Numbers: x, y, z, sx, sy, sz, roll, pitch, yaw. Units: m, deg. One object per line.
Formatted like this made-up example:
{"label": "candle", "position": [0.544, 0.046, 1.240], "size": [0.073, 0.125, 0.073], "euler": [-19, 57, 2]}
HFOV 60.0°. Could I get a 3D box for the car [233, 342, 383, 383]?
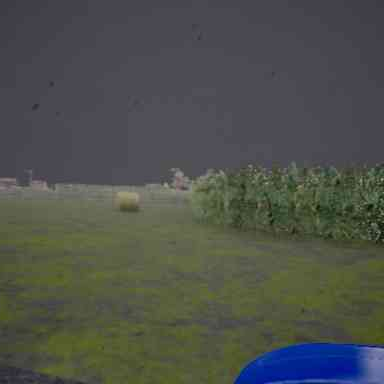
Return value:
{"label": "car", "position": [2.658, 1.618, 1.827], "size": [5.008, 1.535, 1.882], "euler": [2, -1, 14]}
